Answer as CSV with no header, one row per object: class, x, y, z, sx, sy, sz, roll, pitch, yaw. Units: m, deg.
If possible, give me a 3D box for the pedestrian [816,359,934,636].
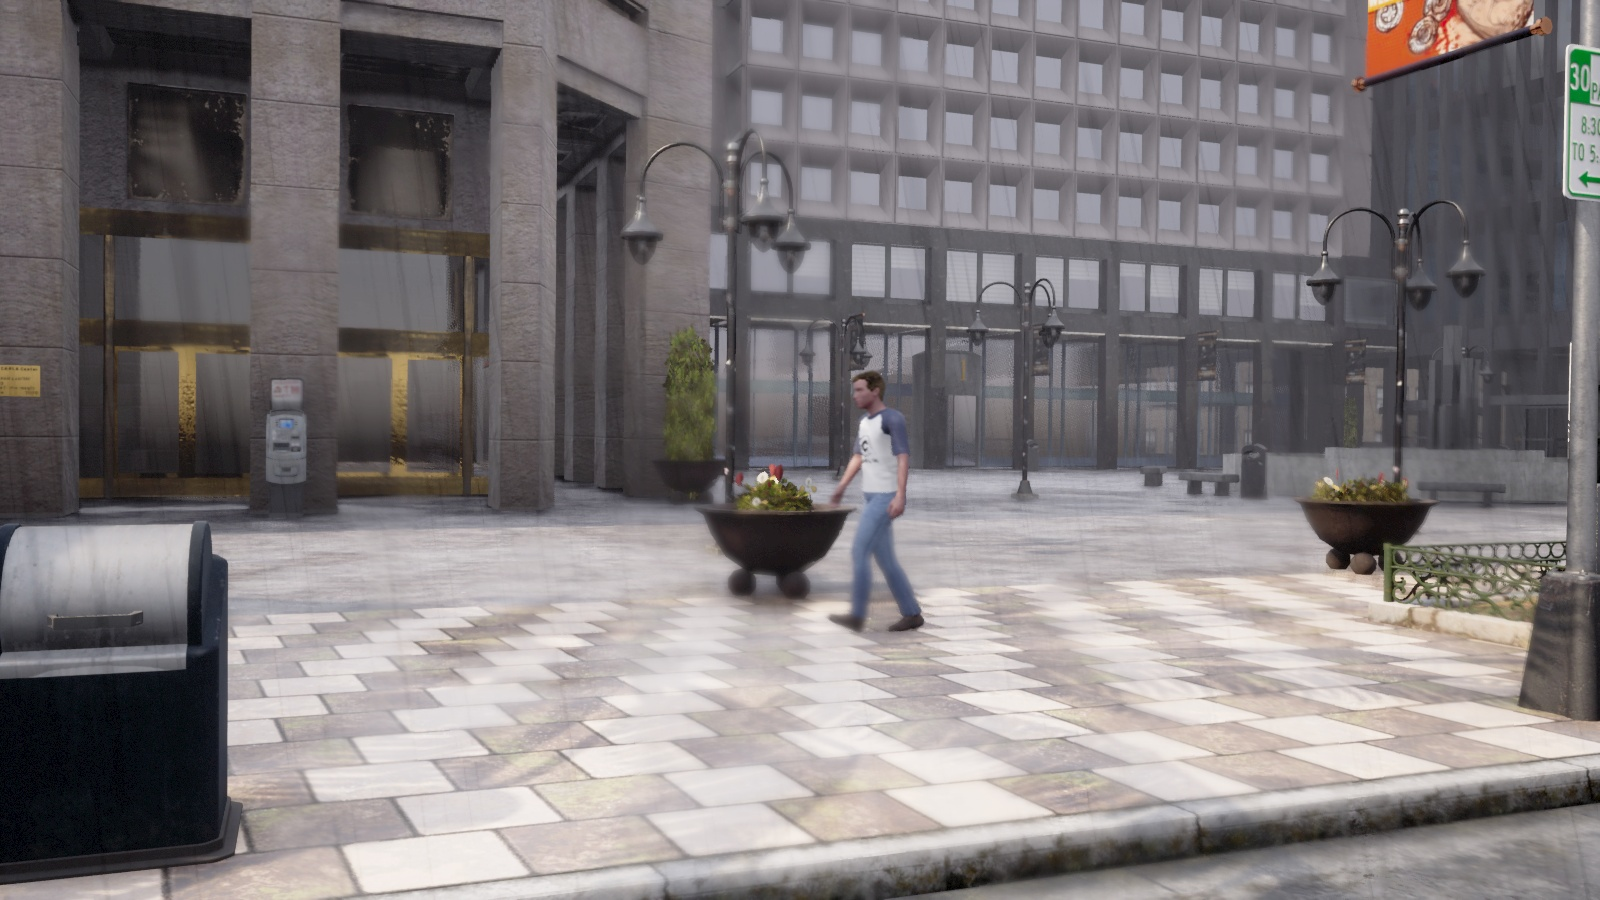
pedestrian,0.513,0.309,8.592,0.706,1.836,0.354,-1,1,-19
